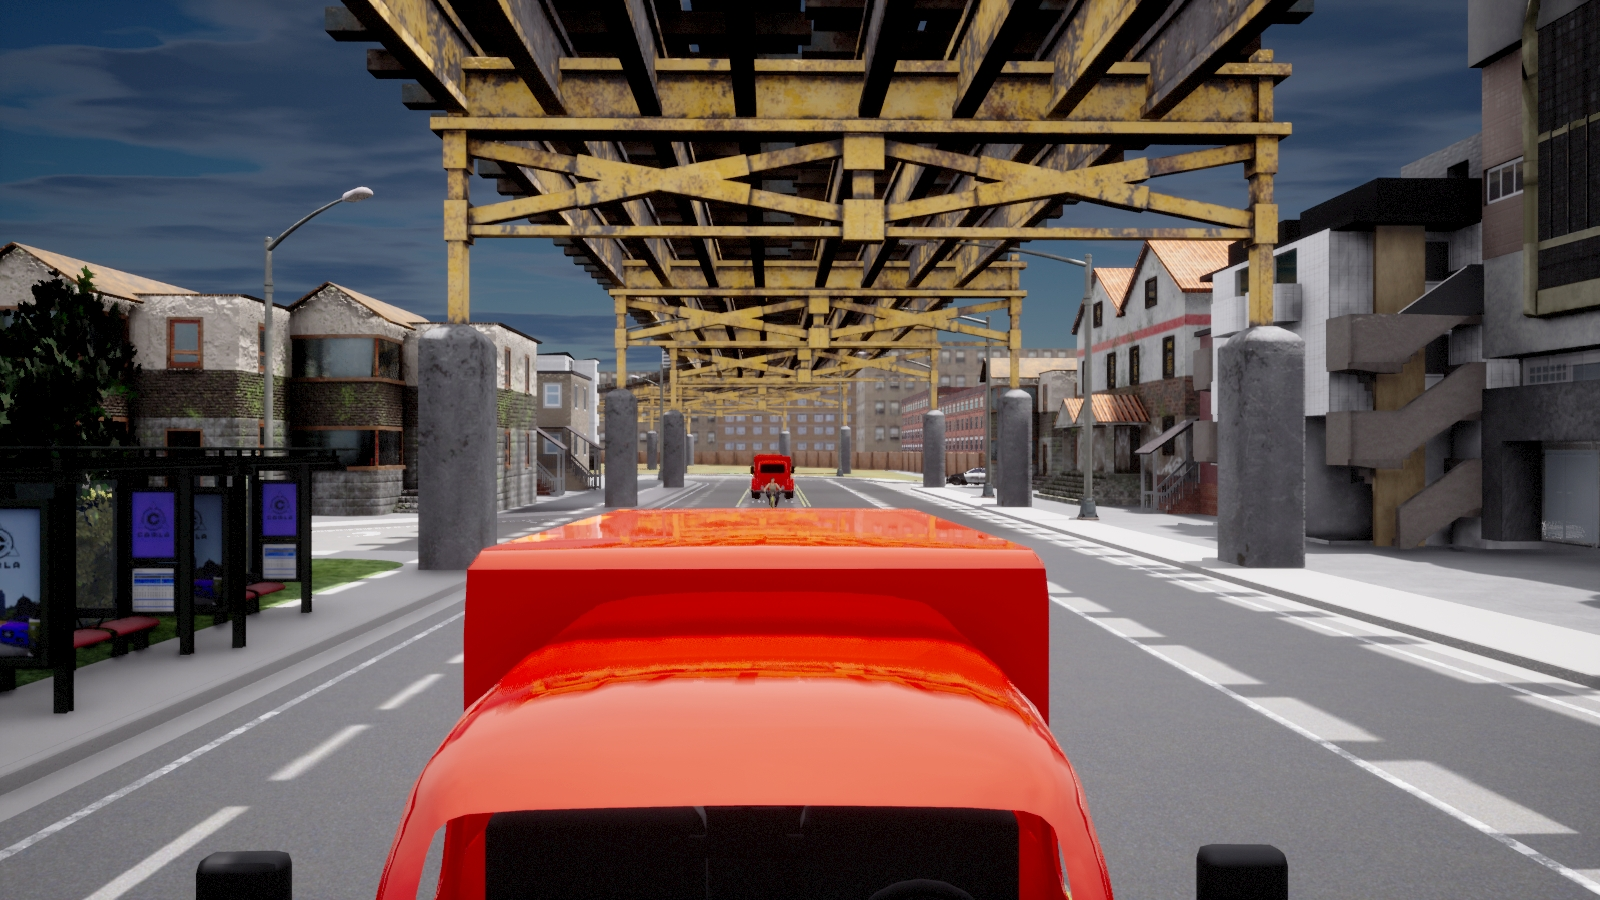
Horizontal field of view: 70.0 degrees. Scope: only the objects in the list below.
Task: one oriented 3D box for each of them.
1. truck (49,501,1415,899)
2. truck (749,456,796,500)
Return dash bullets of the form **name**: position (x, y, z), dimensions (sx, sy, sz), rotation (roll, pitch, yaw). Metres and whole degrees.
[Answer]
- **truck**: position (-0.167, 1.568, 4.802), dimensions (2.627, 2.467, 5.204), rotation (0, 0, -1)
- **truck**: position (-1.594, 1.568, 66.438), dimensions (2.627, 2.467, 5.204), rotation (0, 0, -1)
